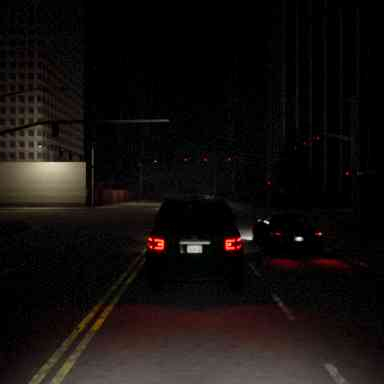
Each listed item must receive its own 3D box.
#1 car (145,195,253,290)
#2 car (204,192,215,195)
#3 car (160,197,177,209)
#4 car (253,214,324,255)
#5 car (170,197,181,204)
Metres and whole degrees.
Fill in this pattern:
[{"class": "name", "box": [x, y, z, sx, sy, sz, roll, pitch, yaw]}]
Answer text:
[{"class": "car", "box": [0.094, 1.217, 9.226, 2.150, 2.045, 5.566, 0, 0, 1]}, {"class": "car", "box": [3.919, 1.045, 73.888, 2.150, 2.045, 5.566, 0, 0, 0]}, {"class": "car", "box": [-3.312, 1.523, 47.109, 2.033, 1.411, 5.357, 0, 0, 0]}, {"class": "car", "box": [3.644, 1.557, 13.267, 1.994, 1.385, 4.181, 0, 0, 1]}, {"class": "car", "box": [-3.171, 1.568, 64.354, 1.895, 1.301, 4.718, 0, 0, 1]}]
